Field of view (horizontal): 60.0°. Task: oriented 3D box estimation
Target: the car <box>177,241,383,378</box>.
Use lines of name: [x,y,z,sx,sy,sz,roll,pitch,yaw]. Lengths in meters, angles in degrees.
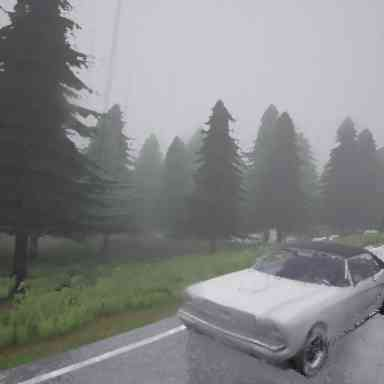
car: [2.028,1.615,5.768,4.718,1.301,1.895,0,0,-43]
